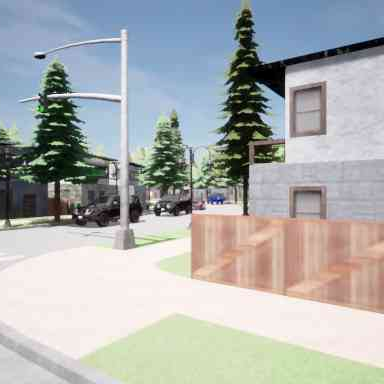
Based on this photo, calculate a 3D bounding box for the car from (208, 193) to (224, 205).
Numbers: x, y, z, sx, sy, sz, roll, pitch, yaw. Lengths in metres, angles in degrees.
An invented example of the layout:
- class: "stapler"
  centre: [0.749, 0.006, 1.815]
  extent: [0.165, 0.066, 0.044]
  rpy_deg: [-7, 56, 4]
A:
- class: "car"
  centre: [4.210, 1.223, 60.867]
  extent: [2.150, 2.045, 5.566]
  rpy_deg: [0, 0, -9]

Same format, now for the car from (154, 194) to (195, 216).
- class: "car"
  centre: [-1.783, 1.215, 32.480]
  extent: [2.150, 2.045, 5.566]
  rpy_deg: [0, 0, 18]

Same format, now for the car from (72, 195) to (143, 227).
- class: "car"
  centre: [-5.670, 1.214, 23.100]
  extent: [2.150, 2.045, 5.566]
  rpy_deg: [0, 0, 27]

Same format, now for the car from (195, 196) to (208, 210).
- class: "car"
  centre: [0.466, 1.348, 42.081]
  extent: [2.097, 1.767, 4.553]
  rpy_deg: [0, 0, 9]
